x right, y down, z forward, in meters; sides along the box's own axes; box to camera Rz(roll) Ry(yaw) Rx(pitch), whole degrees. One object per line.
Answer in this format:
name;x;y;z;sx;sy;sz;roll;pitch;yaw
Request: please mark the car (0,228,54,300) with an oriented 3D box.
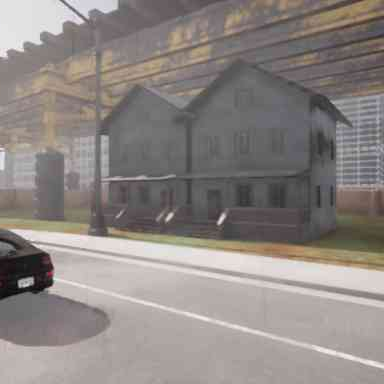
car;-5.011;1.515;7.469;4.674;1.442;1.812;0;0;33
